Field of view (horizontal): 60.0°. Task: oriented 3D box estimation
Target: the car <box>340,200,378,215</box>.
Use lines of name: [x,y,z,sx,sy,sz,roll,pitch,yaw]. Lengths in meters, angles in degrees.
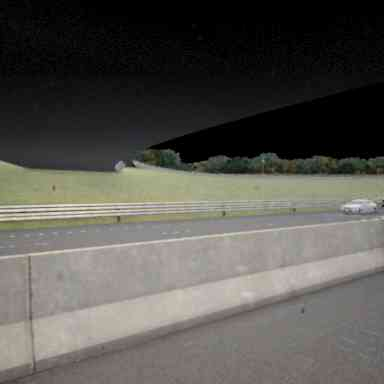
car: [16.801,1.488,33.313,4.674,1.442,1.812,0,0,-36]
